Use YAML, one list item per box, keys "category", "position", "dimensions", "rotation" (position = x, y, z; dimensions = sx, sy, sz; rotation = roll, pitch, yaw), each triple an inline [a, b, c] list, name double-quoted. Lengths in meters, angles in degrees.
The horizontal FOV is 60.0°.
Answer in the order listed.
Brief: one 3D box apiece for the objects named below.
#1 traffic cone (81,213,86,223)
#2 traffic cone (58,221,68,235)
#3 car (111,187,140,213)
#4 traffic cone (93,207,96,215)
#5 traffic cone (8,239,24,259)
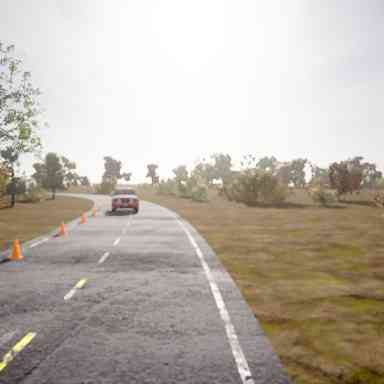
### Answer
- category: "traffic cone"
  position: [-6.502, 1.530, 20.008]
  dimensions: [0.340, 0.580, 0.340]
  rotation: [0, 1, -8]
- category: "traffic cone"
  position: [-5.878, 1.631, 15.139]
  dimensions: [0.340, 0.580, 0.340]
  rotation: [0, 1, -6]
- category: "car"
  position: [-5.729, 0.621, 28.665]
  dimensions: [2.150, 2.045, 5.566]
  rotation: [0, 1, -12]
- category: "traffic cone"
  position: [-7.287, 1.431, 24.853]
  dimensions: [0.340, 0.580, 0.340]
  rotation: [0, 1, -10]
- category: "traffic cone"
  position: [-5.418, 1.734, 10.252]
  dimensions: [0.340, 0.580, 0.340]
  rotation: [0, 1, -4]
